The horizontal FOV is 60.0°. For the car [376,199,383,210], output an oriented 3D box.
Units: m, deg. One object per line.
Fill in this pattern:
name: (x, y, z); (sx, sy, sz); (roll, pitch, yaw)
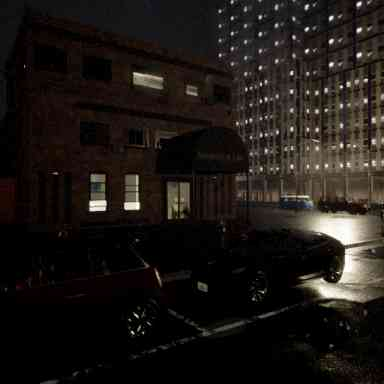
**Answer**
car: (21.771, 1.497, 37.840); (2.008, 1.369, 4.403); (0, 0, -35)

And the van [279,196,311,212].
van: (11.726, 1.324, 37.590); (1.690, 1.788, 3.998); (0, 0, -35)

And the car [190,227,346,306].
car: (1.988, 1.565, 8.056); (4.313, 1.339, 1.947); (0, 0, -35)

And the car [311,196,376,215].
car: (14.896, 1.306, 33.045); (2.192, 1.841, 5.009); (0, 0, -35)

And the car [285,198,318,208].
car: (15.432, 1.512, 46.930); (1.802, 1.307, 4.206); (0, 0, -35)

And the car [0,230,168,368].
car: (-2.475, 1.440, 4.802); (4.097, 1.590, 1.967); (0, 0, -35)
